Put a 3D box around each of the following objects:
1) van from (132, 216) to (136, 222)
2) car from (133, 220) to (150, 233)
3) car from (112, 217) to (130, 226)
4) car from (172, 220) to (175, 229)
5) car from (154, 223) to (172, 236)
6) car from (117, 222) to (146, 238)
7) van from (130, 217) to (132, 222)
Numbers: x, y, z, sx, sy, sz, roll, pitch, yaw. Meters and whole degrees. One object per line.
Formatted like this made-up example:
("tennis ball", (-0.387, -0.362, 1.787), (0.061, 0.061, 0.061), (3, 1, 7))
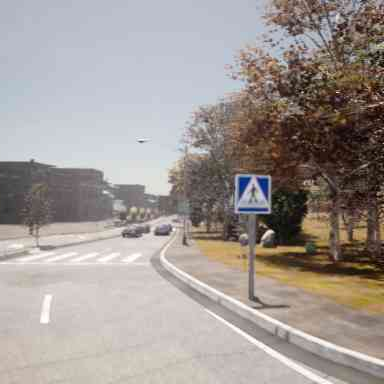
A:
("van", (-16.161, 7.205, 83.982), (1.878, 1.987, 4.442), (1, -4, -1))
("car", (-7.498, 5.505, 50.942), (2.033, 1.411, 5.357), (1, -4, -1))
("car", (-16.029, 6.476, 73.002), (2.435, 2.045, 5.566), (1, -4, -1))
("car", (-4.334, 5.898, 55.789), (1.994, 1.385, 4.181), (1, -4, -1))
("car", (-4.155, 5.243, 45.819), (1.994, 1.385, 4.181), (1, -4, -1))
("car", (-7.271, 4.764, 40.421), (2.033, 1.411, 5.357), (1, -5, 0))
("van", (-16.095, 6.852, 78.446), (1.878, 1.987, 4.442), (1, -4, -1))
